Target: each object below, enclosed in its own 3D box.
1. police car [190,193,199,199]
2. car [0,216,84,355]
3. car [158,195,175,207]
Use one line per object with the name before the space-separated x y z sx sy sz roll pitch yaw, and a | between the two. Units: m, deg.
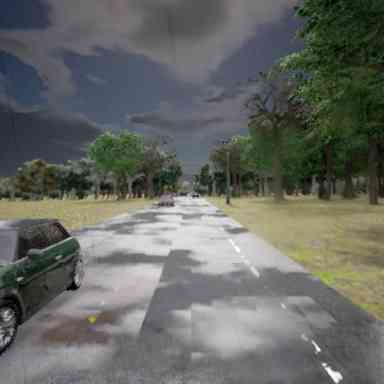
police car | 1.064 0.997 94.207 1.930 1.638 5.238 0 0 0
car | -3.599 1.335 5.965 2.097 1.767 4.553 0 0 0
car | -3.574 1.153 46.557 2.097 1.767 4.553 0 0 0
